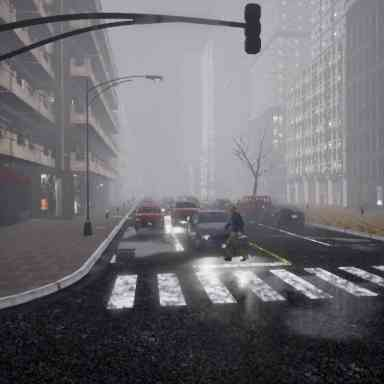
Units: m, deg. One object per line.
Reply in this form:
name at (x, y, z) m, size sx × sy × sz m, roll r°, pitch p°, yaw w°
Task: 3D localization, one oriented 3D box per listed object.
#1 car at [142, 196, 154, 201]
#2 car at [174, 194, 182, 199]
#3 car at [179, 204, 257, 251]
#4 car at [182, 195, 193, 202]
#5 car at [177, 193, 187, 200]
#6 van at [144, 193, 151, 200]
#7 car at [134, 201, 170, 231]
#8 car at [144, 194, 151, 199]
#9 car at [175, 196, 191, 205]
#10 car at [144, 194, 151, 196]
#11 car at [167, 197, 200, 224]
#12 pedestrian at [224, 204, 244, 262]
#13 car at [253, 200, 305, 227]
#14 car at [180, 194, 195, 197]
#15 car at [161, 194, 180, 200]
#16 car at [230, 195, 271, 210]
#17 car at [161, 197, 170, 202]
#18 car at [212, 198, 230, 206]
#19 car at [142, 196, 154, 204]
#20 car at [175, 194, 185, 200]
car at (-4.819, 1.421, 36.740) m, size 1.887 × 1.381 × 4.507 m, roll 0°, pitch 0°, yaw -8°
car at (-3.928, 1.232, 92.594) m, size 2.008 × 1.369 × 4.403 m, roll 0°, pitch 0°, yaw -8°
car at (0.837, 1.488, 14.247) m, size 2.033 × 1.411 × 5.357 m, roll 0°, pitch 0°, yaw -8°
car at (-0.963, 1.296, 70.702) m, size 1.947 × 1.339 × 4.313 m, roll 0°, pitch 0°, yaw -8°
car at (-2.445, 1.145, 81.647) m, size 1.967 × 1.590 × 4.097 m, roll 0°, pitch 0°, yaw -8°
van at (-11.492, 1.083, 85.996) m, size 1.690 × 1.788 × 3.998 m, roll 0°, pitch 0°, yaw -8°
car at (-2.594, 1.477, 20.322) m, size 1.887 × 1.381 × 4.507 m, roll 0°, pitch 0°, yaw -8°
car at (-12.233, 1.275, 91.470) m, size 1.887 × 1.381 × 4.507 m, roll 0°, pitch 0°, yaw -8°
car at (-1.582, 1.334, 55.207) m, size 2.033 × 1.411 × 5.357 m, roll 0°, pitch 0°, yaw -8°
car at (-6.278, 1.367, 47.517) m, size 1.752 × 1.417 × 4.829 m, roll 0°, pitch 0°, yaw -8°
car at (-0.500, 1.382, 24.131) m, size 1.882 × 1.535 × 5.008 m, roll 0°, pitch 0°, yaw -8°
pedestrian at (1.308, 1.249, 10.333) m, size 0.375 × 1.860 × 0.375 m, roll 0°, pitch 0°, yaw -8°
car at (5.710, 1.448, 21.446) m, size 1.947 × 1.339 × 4.313 m, roll 0°, pitch 0°, yaw -8°
car at (-0.172, 1.296, 45.134) m, size 1.882 × 1.535 × 5.008 m, roll 0°, pitch 0°, yaw -7°
car at (-3.188, 1.329, 44.310) m, size 2.128 × 1.511 × 4.902 m, roll 0°, pitch 0°, yaw -7°
car at (4.969, 1.178, 26.918) m, size 2.192 × 1.841 × 5.009 m, roll 0°, pitch 0°, yaw -8°
car at (-1.832, 1.472, 33.999) m, size 1.895 × 1.301 × 4.718 m, roll 0°, pitch 0°, yaw -8°
car at (3.486, 1.393, 37.864) m, size 1.947 × 1.339 × 4.313 m, roll 0°, pitch 0°, yaw -8°
car at (-7.785, 1.374, 58.632) m, size 1.947 × 1.339 × 4.313 m, roll 0°, pitch 0°, yaw -8°
car at (-3.186, 1.244, 87.120) m, size 2.008 × 1.369 × 4.403 m, roll 0°, pitch 0°, yaw -8°
